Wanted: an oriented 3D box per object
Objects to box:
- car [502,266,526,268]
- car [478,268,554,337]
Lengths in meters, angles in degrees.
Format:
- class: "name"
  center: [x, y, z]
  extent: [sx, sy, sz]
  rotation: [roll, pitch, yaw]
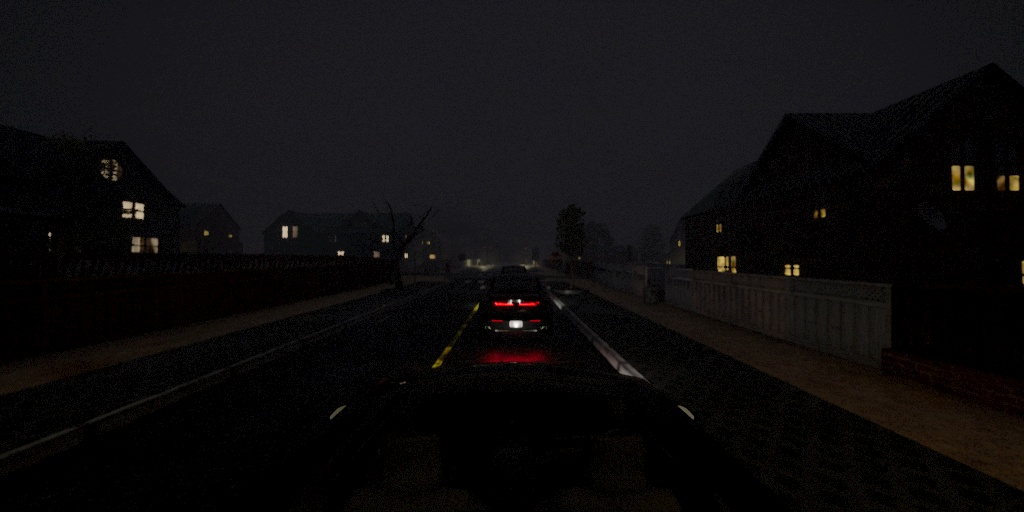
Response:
- class: "car"
  center: [0.099, 1.286, 20.349]
  extent: [1.837, 1.490, 4.892]
  rotation: [0, 0, 0]
- class: "car"
  center: [0.097, 1.266, 10.365]
  extent: [1.837, 1.490, 4.892]
  rotation: [0, 0, 0]
